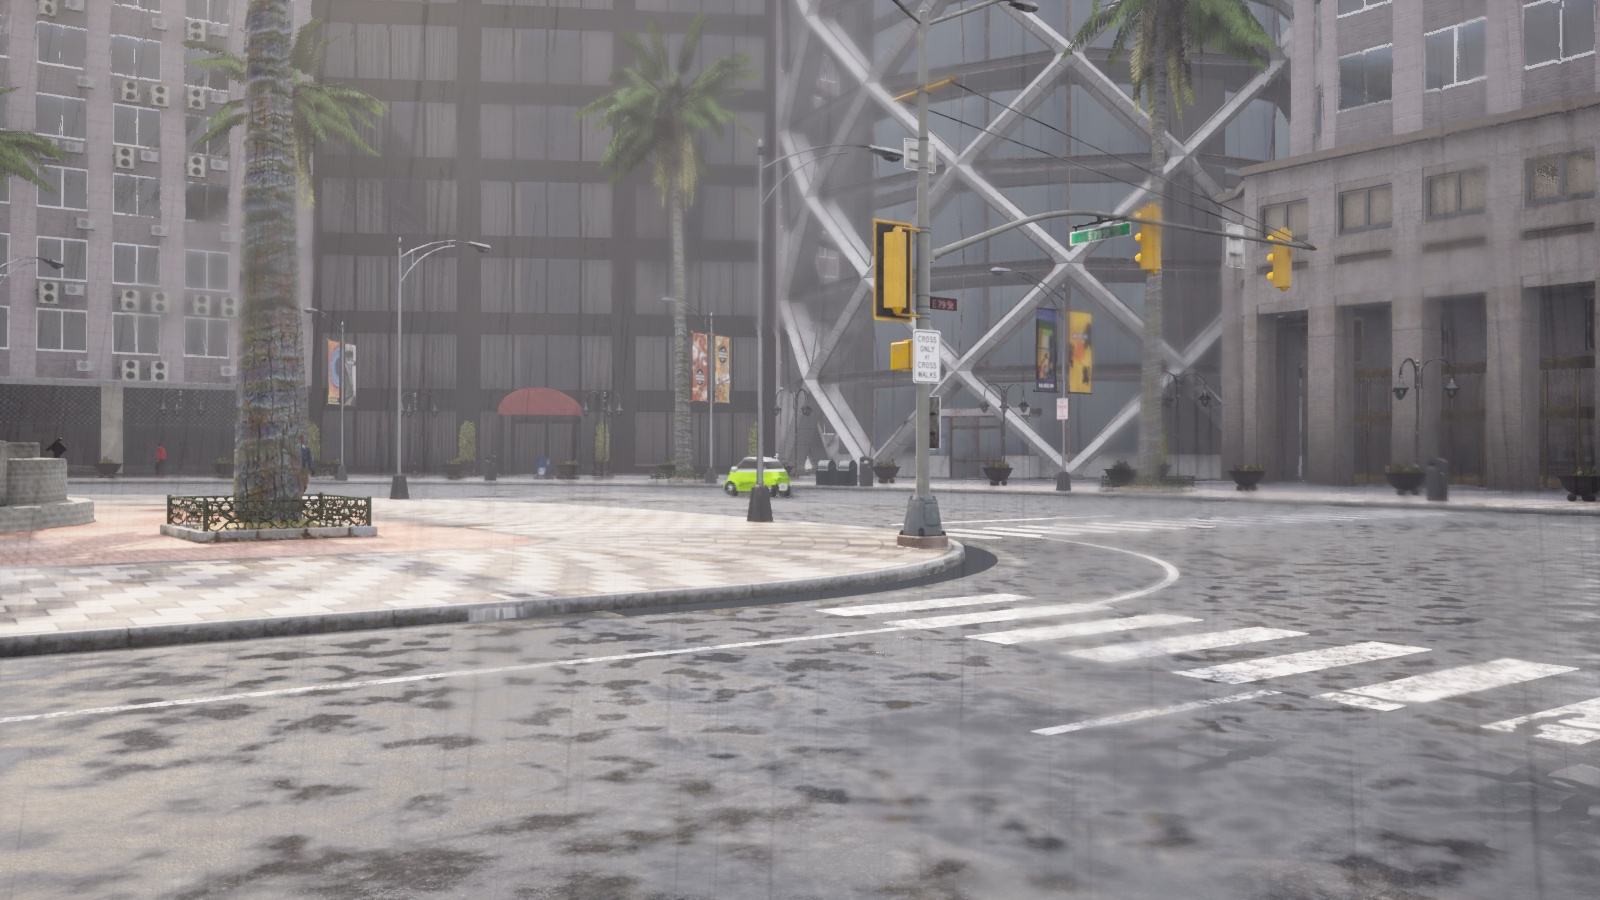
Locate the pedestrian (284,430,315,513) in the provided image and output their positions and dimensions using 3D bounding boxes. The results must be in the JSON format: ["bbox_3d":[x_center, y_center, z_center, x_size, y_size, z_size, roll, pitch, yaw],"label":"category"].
[{"bbox_3d":[-11.923,0.500,29.902,0.423,1.949,0.788,0,0,-43],"label":"pedestrian"}]

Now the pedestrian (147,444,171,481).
[{"bbox_3d":[-31.763,0.621,62.252,0.899,1.844,0.634,0,0,-11],"label":"pedestrian"}]

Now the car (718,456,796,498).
[{"bbox_3d":[-1.475,0.908,43.055,2.207,1.376,1.481,0,0,38],"label":"car"}]
